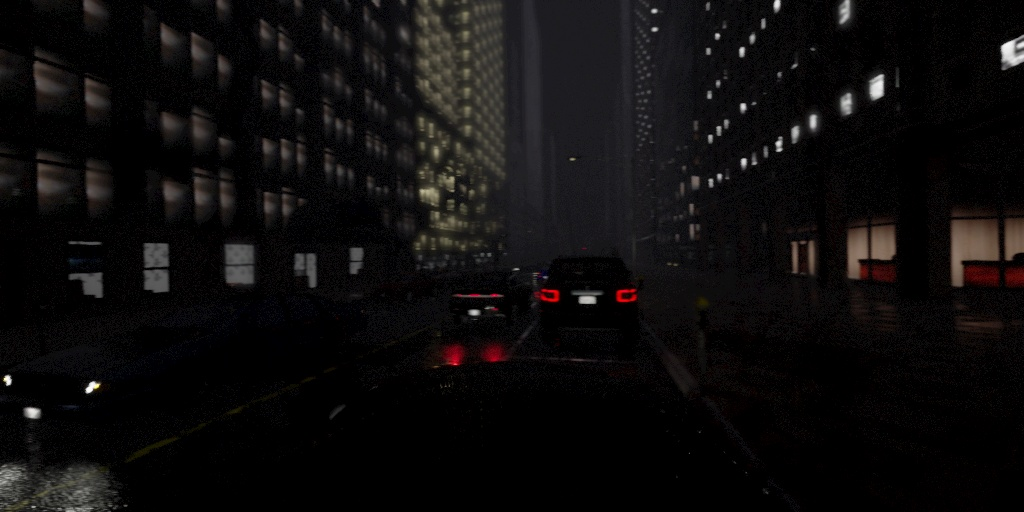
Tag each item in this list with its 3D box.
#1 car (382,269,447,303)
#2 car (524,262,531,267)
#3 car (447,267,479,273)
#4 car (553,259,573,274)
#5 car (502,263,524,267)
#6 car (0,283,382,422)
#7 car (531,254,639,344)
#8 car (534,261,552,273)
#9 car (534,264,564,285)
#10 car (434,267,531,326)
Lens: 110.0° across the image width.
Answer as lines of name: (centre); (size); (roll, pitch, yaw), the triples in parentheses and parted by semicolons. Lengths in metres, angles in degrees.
car: (-5.156, 1.479, 17.880); (1.888, 1.381, 4.507); (0, 0, 12)
car: (2.053, 1.550, 51.211); (2.007, 1.370, 4.403); (0, 0, 12)
car: (-3.955, 1.495, 23.435); (2.007, 1.370, 4.403); (0, 0, 12)
car: (6.445, 1.237, 44.664); (2.097, 1.767, 4.553); (-1, 0, 12)
car: (-0.350, 1.528, 40.101); (2.007, 1.370, 4.403); (0, 0, 12)
car: (-4.938, 1.412, 6.705); (2.033, 1.411, 5.357); (-1, 0, 12)
car: (2.091, 0.988, 9.862); (2.150, 2.045, 5.566); (-1, 0, 12)
car: (4.281, 1.489, 48.845); (1.837, 1.490, 4.892); (-1, 0, 12)
car: (2.974, 1.376, 28.194); (1.812, 1.442, 4.674); (-1, 0, 12)
car: (-0.504, 1.310, 12.058); (2.128, 1.511, 4.902); (-1, 0, 12)
